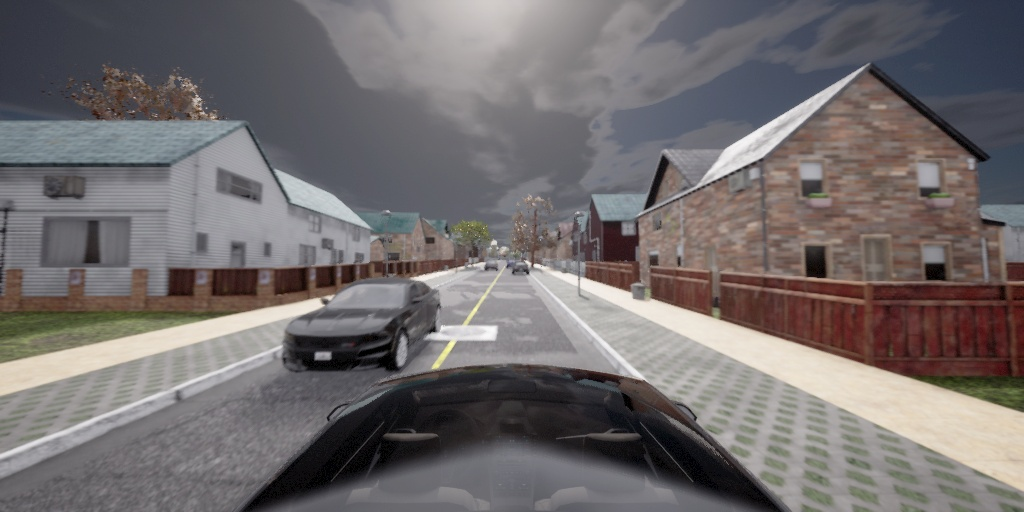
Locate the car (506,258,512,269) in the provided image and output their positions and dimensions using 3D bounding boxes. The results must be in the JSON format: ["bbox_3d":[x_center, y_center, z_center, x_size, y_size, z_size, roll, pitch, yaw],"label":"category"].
[{"bbox_3d":[0.004,1.312,58.812,1.812,1.442,4.674,0,0,0],"label":"car"}]

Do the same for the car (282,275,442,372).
[{"bbox_3d":[-2.849,1.234,7.905,1.882,1.535,5.008,0,0,0],"label":"car"}]

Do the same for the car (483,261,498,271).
[{"bbox_3d":[-2.822,1.326,49.253,2.033,1.411,5.357,0,0,0],"label":"car"}]

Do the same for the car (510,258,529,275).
[{"bbox_3d":[0.965,1.299,40.210,1.812,1.442,4.674,0,0,0],"label":"car"}]
